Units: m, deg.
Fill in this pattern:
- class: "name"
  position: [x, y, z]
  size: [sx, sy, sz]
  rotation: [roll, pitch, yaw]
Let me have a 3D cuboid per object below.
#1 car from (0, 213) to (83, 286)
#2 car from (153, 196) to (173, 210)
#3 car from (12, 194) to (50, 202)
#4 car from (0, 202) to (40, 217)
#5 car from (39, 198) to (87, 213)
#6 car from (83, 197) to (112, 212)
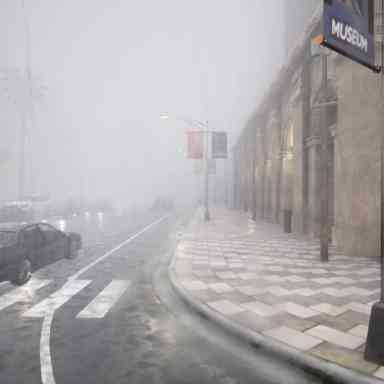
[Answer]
- class: "car"
  position: [-4.882, 1.547, 9.406]
  size: [2.033, 1.411, 5.357]
  rotation: [0, 0, 2]
- class: "car"
  position: [-3.681, 1.340, 43.167]
  size: [2.097, 1.767, 4.553]
  rotation: [0, 0, 2]
- class: "car"
  position: [-14.804, 1.221, 30.413]
  size: [2.150, 2.045, 5.566]
  rotation: [0, 0, 2]
- class: "car"
  position: [-11.661, 1.547, 20.113]
  size: [2.033, 1.411, 5.357]
  rotation: [0, 0, 2]
- class: "car"
  position: [-11.331, 1.525, 29.536]
  size: [1.812, 1.442, 4.674]
  rotation: [0, 0, 2]
- class: "car"
  position: [-10.918, 1.525, 39.417]
  size: [1.812, 1.442, 4.674]
  rotation: [0, 0, 2]
